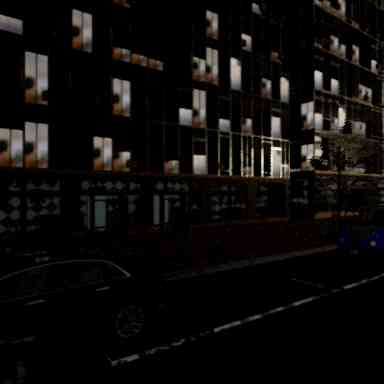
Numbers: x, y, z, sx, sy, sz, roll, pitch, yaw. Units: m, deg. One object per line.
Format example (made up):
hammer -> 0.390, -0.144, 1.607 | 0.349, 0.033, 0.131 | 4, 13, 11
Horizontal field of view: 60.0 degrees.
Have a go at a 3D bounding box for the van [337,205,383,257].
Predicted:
van -> 6.736, 1.345, 11.636 | 3.998, 1.788, 1.690 | 0, 0, -37

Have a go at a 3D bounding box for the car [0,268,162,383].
car -> -2.781, 1.558, 1.200 | 5.357, 1.411, 2.033 | 0, 0, -36

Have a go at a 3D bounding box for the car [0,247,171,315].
car -> -2.399, 1.568, 4.841 | 4.403, 1.369, 2.008 | 0, 0, -37
